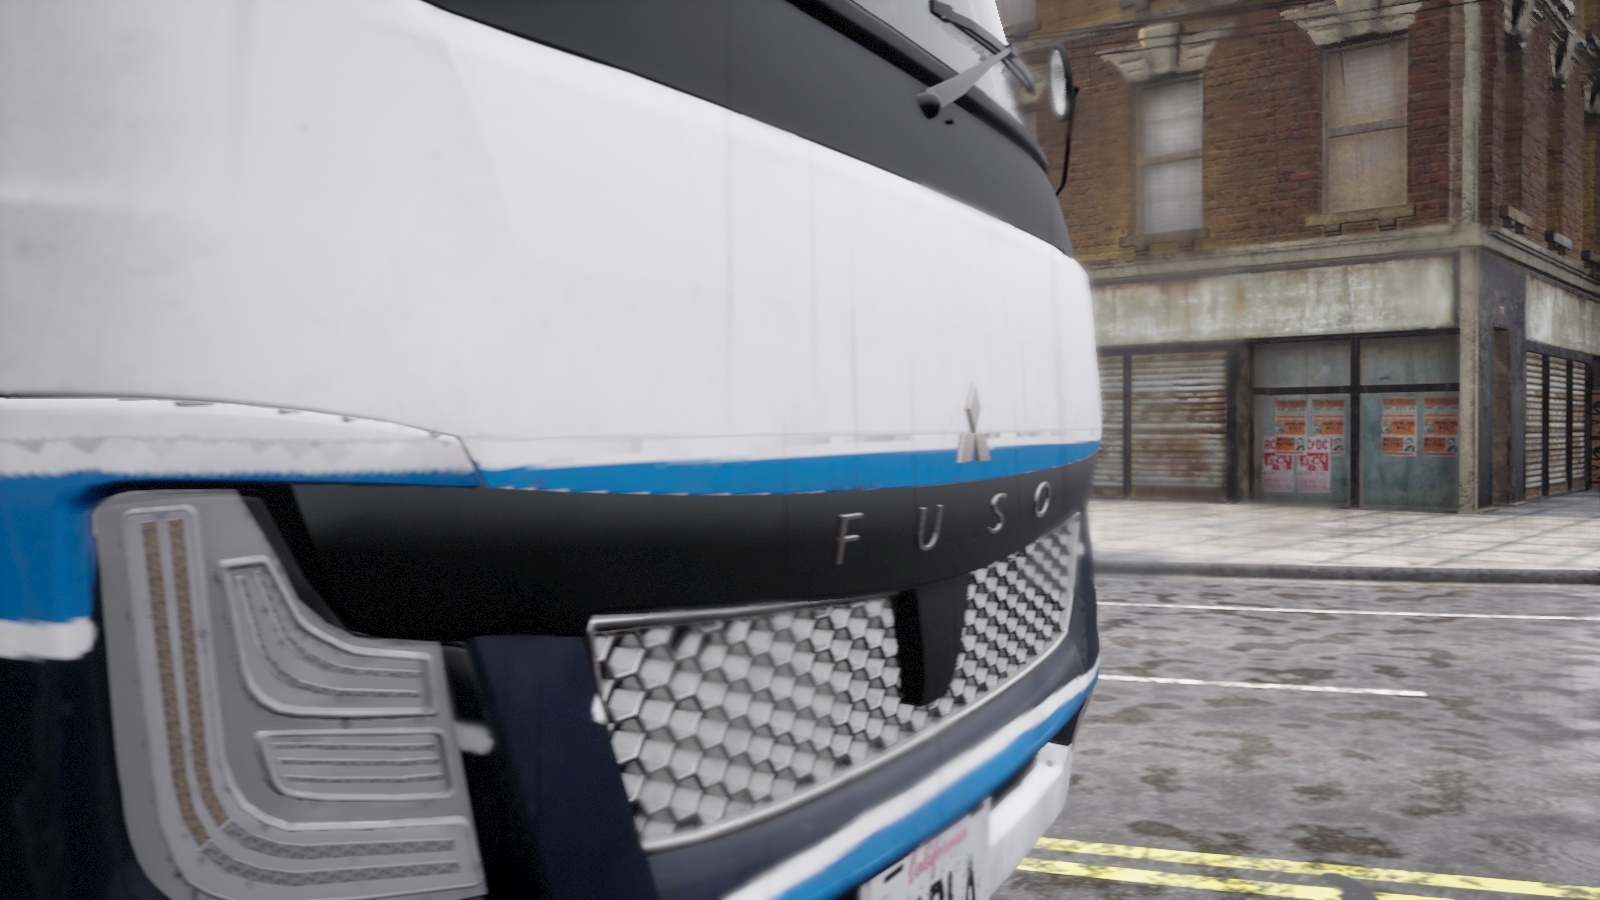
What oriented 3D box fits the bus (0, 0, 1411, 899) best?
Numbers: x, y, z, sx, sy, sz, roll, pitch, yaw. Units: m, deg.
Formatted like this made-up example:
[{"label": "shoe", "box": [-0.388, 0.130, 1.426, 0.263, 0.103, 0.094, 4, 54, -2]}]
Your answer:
[{"label": "bus", "box": [-3.607, -0.632, 4.537, 10.273, 4.253, 3.944, 1, 1, 29]}]
